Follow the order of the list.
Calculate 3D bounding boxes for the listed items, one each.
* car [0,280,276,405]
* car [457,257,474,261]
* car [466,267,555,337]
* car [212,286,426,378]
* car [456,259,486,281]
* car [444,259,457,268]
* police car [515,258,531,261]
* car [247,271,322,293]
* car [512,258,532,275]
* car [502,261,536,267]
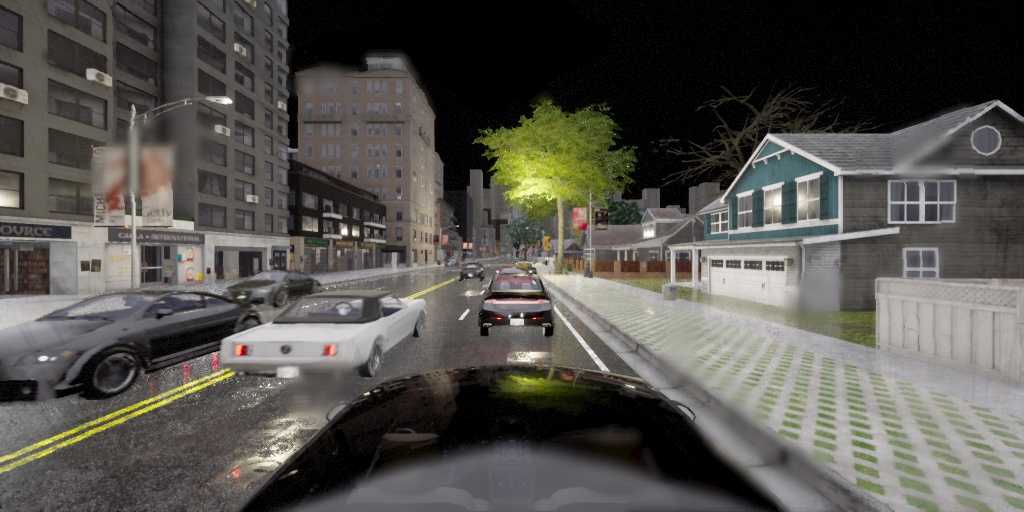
[{"bbox_3d":[-6.595,1.313,6.321,1.994,1.385,4.181,0,0,0],"label":"car"},{"bbox_3d":[-6.543,1.048,53.760,2.097,1.767,4.553,0,0,0],"label":"car"},{"bbox_3d":[0.111,1.239,10.330,2.128,1.511,4.902,0,0,0],"label":"car"},{"bbox_3d":[-3.143,1.349,7.283,1.895,1.301,4.718,0,0,0],"label":"car"},{"bbox_3d":[-3.120,1.255,29.237,1.812,1.442,4.674,0,0,0],"label":"car"},{"bbox_3d":[-9.782,1.182,58.456,2.128,1.511,4.902,0,0,0],"label":"car"},{"bbox_3d":[1.003,1.155,29.563,1.930,1.638,5.238,0,0,0],"label":"police car"},{"bbox_3d":[-9.835,1.308,15.021,1.994,1.385,4.181,0,0,0],"label":"car"},{"bbox_3d":[1.012,1.067,39.423,2.097,1.767,4.553,0,0,0],"label":"car"},{"bbox_3d":[0.119,1.218,19.834,1.882,1.535,5.008,0,0,0],"label":"car"}]
